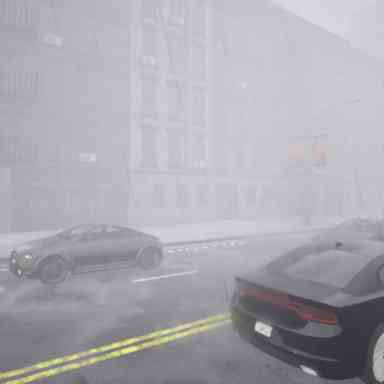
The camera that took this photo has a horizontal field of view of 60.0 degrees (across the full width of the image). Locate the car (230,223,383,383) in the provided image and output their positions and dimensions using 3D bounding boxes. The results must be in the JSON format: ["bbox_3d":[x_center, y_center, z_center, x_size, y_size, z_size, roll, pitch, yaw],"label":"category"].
[{"bbox_3d":[2.885,1.525,5.487,5.008,1.535,1.882,0,0,-35],"label":"car"}]

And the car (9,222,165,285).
[{"bbox_3d":[-2.889,1.591,9.604,4.181,1.385,1.994,1,0,-35],"label":"car"}]

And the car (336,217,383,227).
[{"bbox_3d":[6.529,1.655,12.309,5.357,1.411,2.033,1,0,-35],"label":"car"}]
